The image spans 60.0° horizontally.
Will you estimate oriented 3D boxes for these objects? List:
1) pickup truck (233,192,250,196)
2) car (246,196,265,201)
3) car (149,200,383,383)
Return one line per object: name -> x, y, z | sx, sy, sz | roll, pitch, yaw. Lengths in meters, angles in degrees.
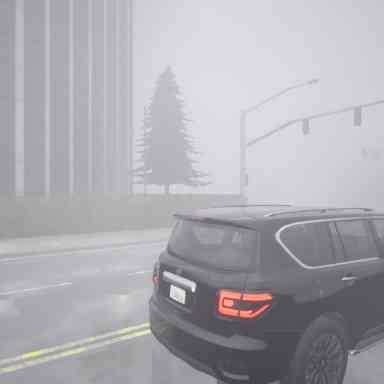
pickup truck -> 10.249, 1.059, 68.801 | 2.390, 2.098, 6.274 | 0, 0, -5
car -> 8.493, 1.564, 43.053 | 1.994, 1.385, 4.181 | 0, 0, -36
car -> 2.047, 1.221, 5.200 | 5.566, 2.045, 2.150 | 0, 0, -35
